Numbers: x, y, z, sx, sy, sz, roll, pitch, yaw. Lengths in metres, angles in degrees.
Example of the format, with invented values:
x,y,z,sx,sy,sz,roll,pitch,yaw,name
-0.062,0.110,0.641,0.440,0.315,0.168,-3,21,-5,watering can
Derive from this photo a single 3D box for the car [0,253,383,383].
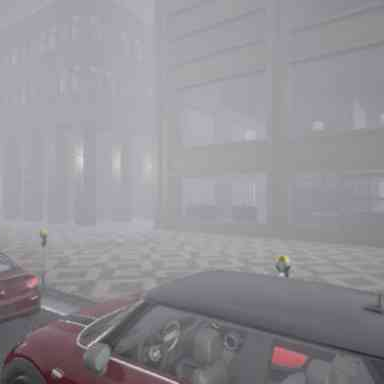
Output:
x,y,z,sx,sy,sz,roll,pitch,yaw,name
0.129,1.445,2.866,4.097,1.590,1.967,0,0,35,car

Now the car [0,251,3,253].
x,y,z,sx,sy,sz,roll,pitch,yaw,name
-4.435,1.607,6.114,4.206,1.307,1.802,0,0,35,car
